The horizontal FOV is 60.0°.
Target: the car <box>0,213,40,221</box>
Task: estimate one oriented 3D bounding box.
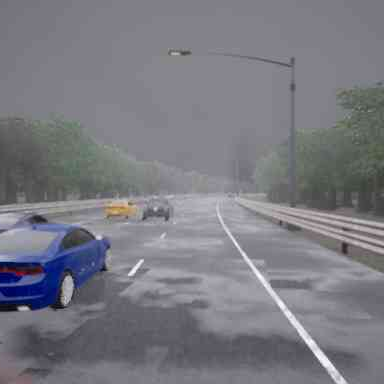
[{"bbox_3d":[-6.729,1.538,13.200,1.812,1.442,4.674,0,0,1],"label":"car"}]

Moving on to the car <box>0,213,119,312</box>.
[{"bbox_3d":[-3.323,1.487,7.862,1.882,1.535,5.008,0,0,1],"label":"car"}]

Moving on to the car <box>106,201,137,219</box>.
[{"bbox_3d":[-6.165,1.492,29.560,1.882,1.535,5.008,0,0,3],"label":"car"}]

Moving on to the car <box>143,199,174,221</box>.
[{"bbox_3d":[-2.738,1.369,27.806,2.097,1.767,4.553,0,0,3],"label":"car"}]
